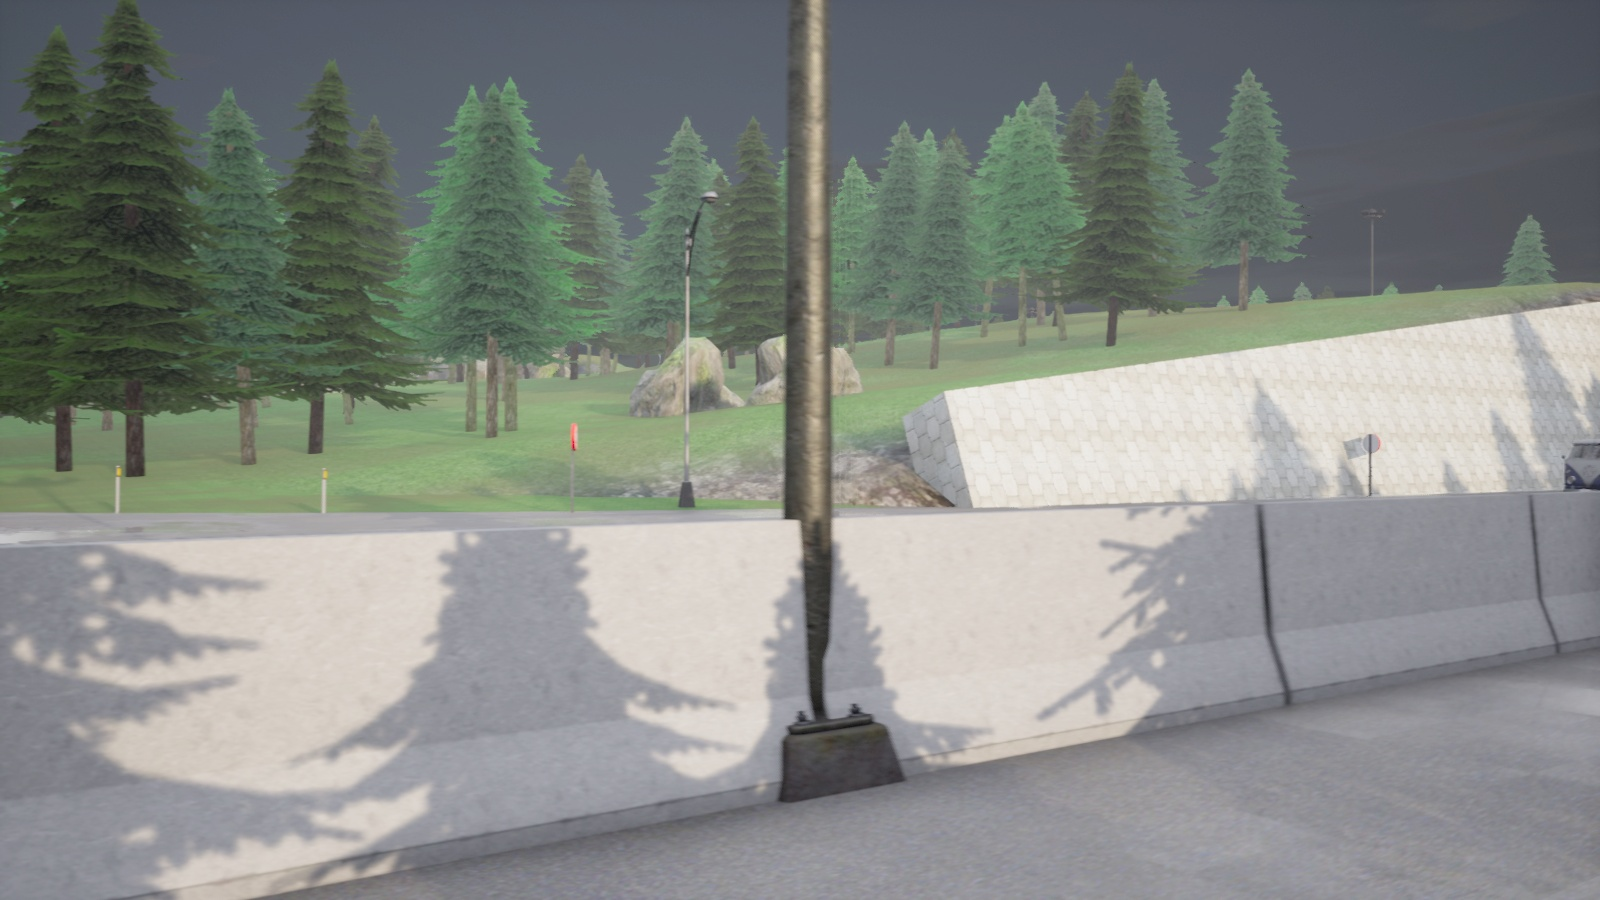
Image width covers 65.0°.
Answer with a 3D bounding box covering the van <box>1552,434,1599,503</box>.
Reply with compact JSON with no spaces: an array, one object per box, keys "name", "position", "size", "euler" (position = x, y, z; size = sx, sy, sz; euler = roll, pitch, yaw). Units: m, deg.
[{"name":"van","position":[24.731,0.538,37.931],"size":[4.442,1.987,1.775],"euler":[0,0,-35]}]
